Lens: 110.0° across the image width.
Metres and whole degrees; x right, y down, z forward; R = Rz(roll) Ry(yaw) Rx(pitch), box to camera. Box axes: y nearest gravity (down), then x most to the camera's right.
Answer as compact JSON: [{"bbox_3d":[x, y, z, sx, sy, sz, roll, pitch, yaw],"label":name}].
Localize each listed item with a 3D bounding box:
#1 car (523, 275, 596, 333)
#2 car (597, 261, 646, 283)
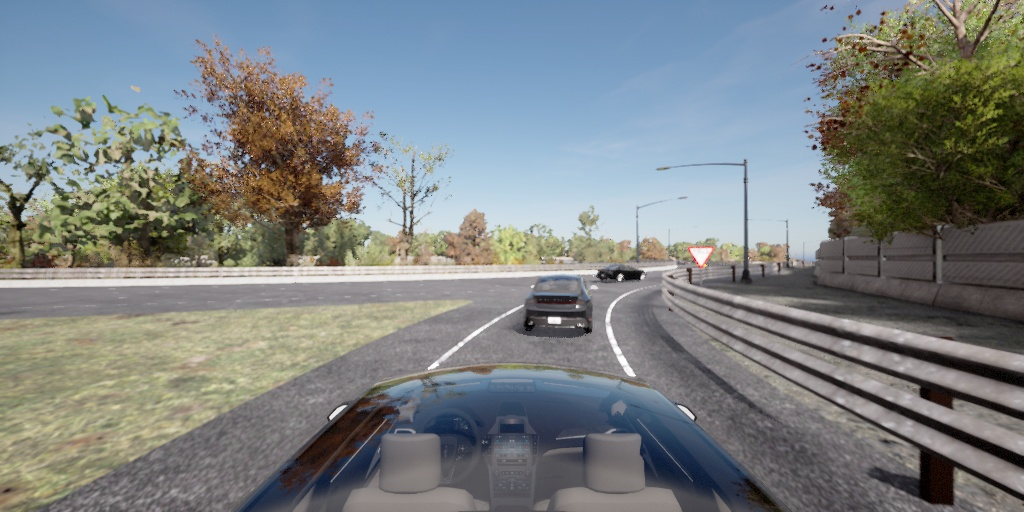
[{"bbox_3d":[1.573,1.326,11.155,1.837,1.490,4.892,0,0,13],"label":"car"},{"bbox_3d":[9.469,1.446,30.814,5.008,1.535,1.882,0,0,-35],"label":"car"}]
